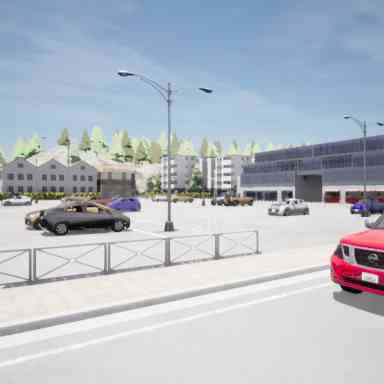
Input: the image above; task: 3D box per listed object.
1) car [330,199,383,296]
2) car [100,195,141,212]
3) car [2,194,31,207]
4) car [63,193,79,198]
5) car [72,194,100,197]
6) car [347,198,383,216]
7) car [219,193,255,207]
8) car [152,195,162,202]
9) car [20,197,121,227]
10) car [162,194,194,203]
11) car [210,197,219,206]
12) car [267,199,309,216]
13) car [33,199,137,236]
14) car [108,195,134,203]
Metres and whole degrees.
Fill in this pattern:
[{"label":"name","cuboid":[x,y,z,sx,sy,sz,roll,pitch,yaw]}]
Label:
[{"label":"car","cuboid":[5.578,1.221,7.605,5.566,2.045,2.150,0,0,-33]},{"label":"car","cuboid":[-7.097,1.319,33.969,3.633,1.501,1.845,0,0,-33]},{"label":"car","cuboid":[-25.655,1.361,48.719,3.806,1.475,1.970,0,0,-33]},{"label":"car","cuboid":[-18.524,1.097,53.307,4.605,1.855,1.932,0,0,-33]},{"label":"car","cuboid":[-12.431,1.298,42.420,4.514,1.523,2.007,0,0,-33]},{"label":"car","cuboid":[16.477,1.373,31.235,3.633,1.501,1.845,0,0,-33]},{"label":"car","cuboid":[6.607,1.097,46.982,4.605,1.855,1.932,0,0,-33]},{"label":"car","cuboid":[-5.898,1.231,65.239,3.806,1.475,1.970,0,0,-33]},{"label":"car","cuboid":[-7.204,1.330,19.855,5.027,1.636,2.152,0,0,-33]},{"label":"car","cuboid":[-2.176,1.153,60.001,5.027,1.636,2.152,0,0,-33]},{"label":"car","cuboid":[4.698,1.076,49.211,3.866,1.878,1.905,0,0,-33]},{"label":"car","cuboid":[8.618,1.384,29.761,3.806,1.475,1.970,0,0,-33]},{"label":"car","cuboid":[-5.474,1.339,17.238,4.514,1.523,2.007,0,0,-33]},{"label":"car","cuboid":[-13.811,1.297,64.541,4.514,1.523,2.007,0,0,-33]}]
